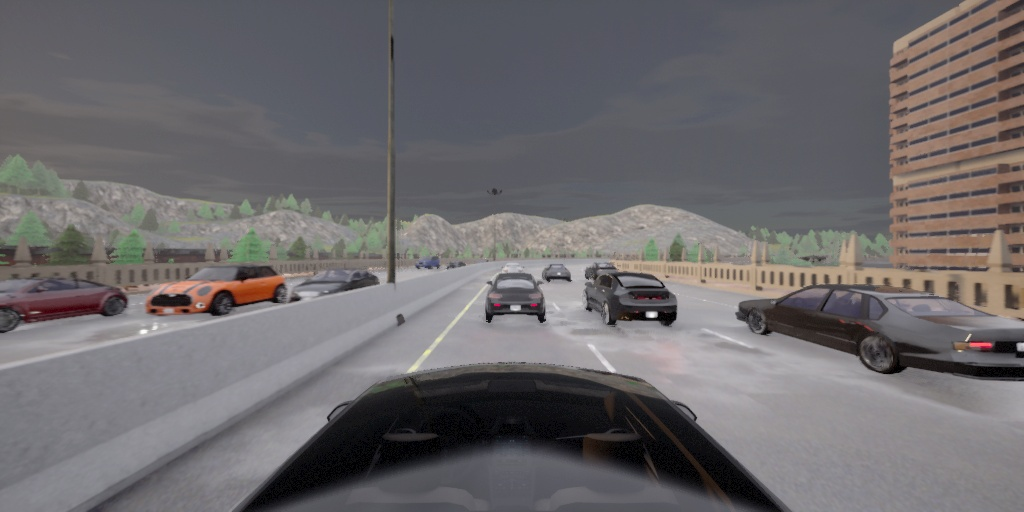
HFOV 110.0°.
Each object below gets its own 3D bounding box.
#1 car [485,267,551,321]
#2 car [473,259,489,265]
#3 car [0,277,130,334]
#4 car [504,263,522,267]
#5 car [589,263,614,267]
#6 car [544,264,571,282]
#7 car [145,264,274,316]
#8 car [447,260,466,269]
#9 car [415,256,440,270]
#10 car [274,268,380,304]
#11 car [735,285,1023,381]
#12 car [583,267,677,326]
[{"bbox_3d":[0.100,1.285,12.321,1.812,1.442,4.674,0,0,0],"label":"car"},{"bbox_3d":[-4.813,1.300,57.483,1.837,1.490,4.892,0,0,12],"label":"car"},{"bbox_3d":[-14.099,1.320,10.489,1.994,1.385,4.181,0,0,0],"label":"car"},{"bbox_3d":[0.086,1.300,30.019,1.812,1.442,4.674,0,0,0],"label":"car"},{"bbox_3d":[7.099,1.265,28.754,2.128,1.511,4.902,0,0,0],"label":"car"},{"bbox_3d":[3.599,1.338,29.497,1.994,1.385,4.181,0,0,0],"label":"car"},{"bbox_3d":[-10.600,1.111,13.320,2.097,1.767,4.553,0,0,0],"label":"car"},{"bbox_3d":[-8.685,1.358,55.970,1.994,1.385,4.181,0,0,10],"label":"car"},{"bbox_3d":[-12.584,1.014,53.870,2.150,2.045,5.566,0,0,9],"label":"car"},{"bbox_3d":[-7.099,1.252,14.882,2.128,1.511,4.902,0,0,0],"label":"car"},{"bbox_3d":[7.100,1.303,7.453,2.033,1.411,5.357,0,0,0],"label":"car"},{"bbox_3d":[3.601,1.264,11.658,1.837,1.490,4.892,0,0,0],"label":"car"}]
